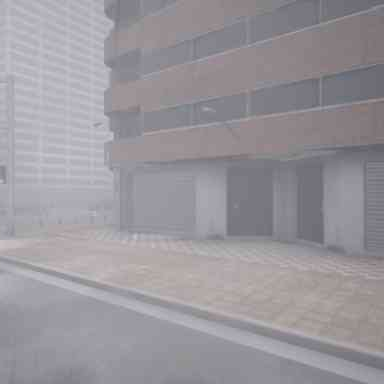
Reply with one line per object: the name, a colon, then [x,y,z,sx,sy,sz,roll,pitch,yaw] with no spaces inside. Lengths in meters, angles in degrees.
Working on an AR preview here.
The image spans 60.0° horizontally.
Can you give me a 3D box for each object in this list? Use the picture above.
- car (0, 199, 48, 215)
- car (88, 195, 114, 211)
car: [-16.726,1.504,32.660,1.837,1.490,4.892,0,0,37]
car: [-10.478,1.504,40.915,1.837,1.490,4.892,0,0,37]
